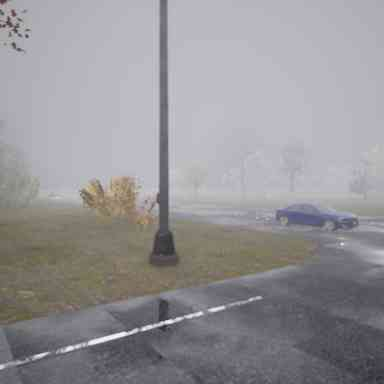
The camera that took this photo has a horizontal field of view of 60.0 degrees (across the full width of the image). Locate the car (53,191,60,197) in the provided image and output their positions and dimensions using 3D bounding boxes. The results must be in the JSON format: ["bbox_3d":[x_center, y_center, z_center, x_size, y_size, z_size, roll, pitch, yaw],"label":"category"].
[{"bbox_3d":[-32.823,0.570,79.447,1.994,1.385,4.181,-1,1,-28],"label":"car"}]

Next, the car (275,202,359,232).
[{"bbox_3d":[7.244,1.369,19.772,1.882,1.535,5.008,-1,1,-35],"label":"car"}]
